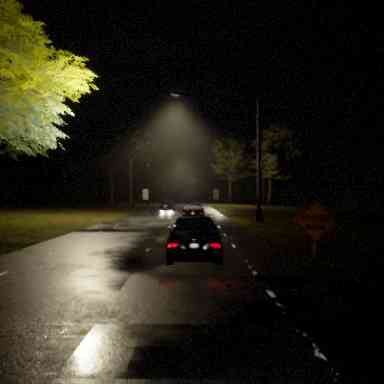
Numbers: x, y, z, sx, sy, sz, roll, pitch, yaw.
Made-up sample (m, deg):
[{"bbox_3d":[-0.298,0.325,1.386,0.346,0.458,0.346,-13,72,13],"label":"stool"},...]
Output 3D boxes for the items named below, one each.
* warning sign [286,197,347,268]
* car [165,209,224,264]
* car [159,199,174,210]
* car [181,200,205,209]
[{"bbox_3d":[3.583,1.131,9.680,1.300,1.860,1.060,2,2,0],"label":"warning sign"},{"bbox_3d":[0.076,1.570,11.903,2.033,1.411,5.357,0,0,0],"label":"car"},{"bbox_3d":[-3.562,1.762,47.570,2.128,1.511,4.902,0,-1,0],"label":"car"},{"bbox_3d":[0.084,1.645,27.022,2.033,1.411,5.357,0,0,0],"label":"car"}]
